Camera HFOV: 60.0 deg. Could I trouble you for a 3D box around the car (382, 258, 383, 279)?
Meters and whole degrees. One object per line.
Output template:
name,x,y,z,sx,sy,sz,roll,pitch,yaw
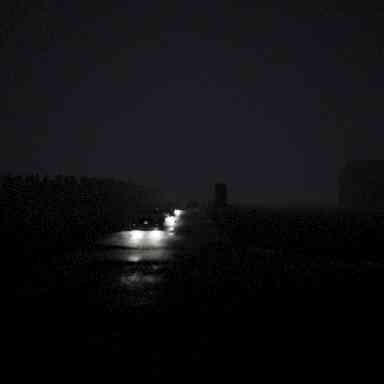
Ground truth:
car,6.604,1.310,5.995,5.566,2.045,2.150,0,1,13

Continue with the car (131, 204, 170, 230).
car,-2.837,1.728,22.468,1.994,1.385,4.181,0,0,0

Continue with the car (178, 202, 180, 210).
car,-2.790,2.003,50.097,1.895,1.301,4.718,0,-1,0

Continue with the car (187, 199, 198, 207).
car,0.035,2.064,63.390,2.033,1.411,5.357,0,-1,0

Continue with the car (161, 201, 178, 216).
car,-2.828,1.878,36.075,1.895,1.301,4.718,0,-1,0

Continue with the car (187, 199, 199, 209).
car,0.128,1.912,53.146,2.128,1.511,4.902,0,-1,0
